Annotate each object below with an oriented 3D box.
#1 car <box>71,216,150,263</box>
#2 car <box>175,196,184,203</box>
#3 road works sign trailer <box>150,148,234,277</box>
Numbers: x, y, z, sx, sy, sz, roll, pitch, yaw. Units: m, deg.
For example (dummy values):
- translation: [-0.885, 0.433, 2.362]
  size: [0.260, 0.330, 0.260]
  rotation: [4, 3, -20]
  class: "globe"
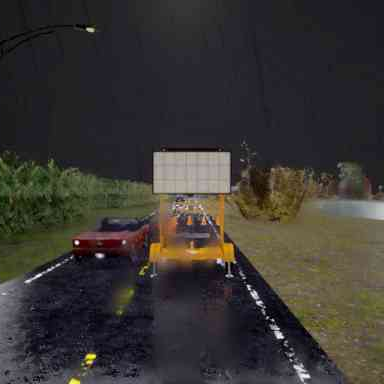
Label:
- translation: [-2.756, 1.609, 12.186]
  size: [1.895, 1.301, 4.718]
  rotation: [0, 0, 0]
  class: "car"
- translation: [-2.769, 1.691, 74.595]
  size: [1.812, 1.442, 4.674]
  rotation: [0, 0, 0]
  class: "car"
- translation: [-0.004, 0.471, 10.218]
  size: [2.380, 3.560, 2.880]
  rotation: [0, 0, 0]
  class: "road works sign trailer"
